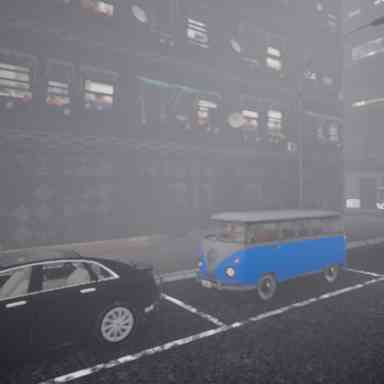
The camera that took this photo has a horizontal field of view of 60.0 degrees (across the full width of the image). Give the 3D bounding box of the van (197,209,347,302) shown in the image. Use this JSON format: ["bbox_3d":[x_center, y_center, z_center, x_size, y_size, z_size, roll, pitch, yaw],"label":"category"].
[{"bbox_3d":[2.006,1.337,7.968,3.998,1.788,1.690,0,-1,-36],"label":"van"}]

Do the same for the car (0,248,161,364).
[{"bbox_3d":[-2.552,1.551,4.711,4.403,1.369,2.008,0,-1,-36],"label":"car"}]
